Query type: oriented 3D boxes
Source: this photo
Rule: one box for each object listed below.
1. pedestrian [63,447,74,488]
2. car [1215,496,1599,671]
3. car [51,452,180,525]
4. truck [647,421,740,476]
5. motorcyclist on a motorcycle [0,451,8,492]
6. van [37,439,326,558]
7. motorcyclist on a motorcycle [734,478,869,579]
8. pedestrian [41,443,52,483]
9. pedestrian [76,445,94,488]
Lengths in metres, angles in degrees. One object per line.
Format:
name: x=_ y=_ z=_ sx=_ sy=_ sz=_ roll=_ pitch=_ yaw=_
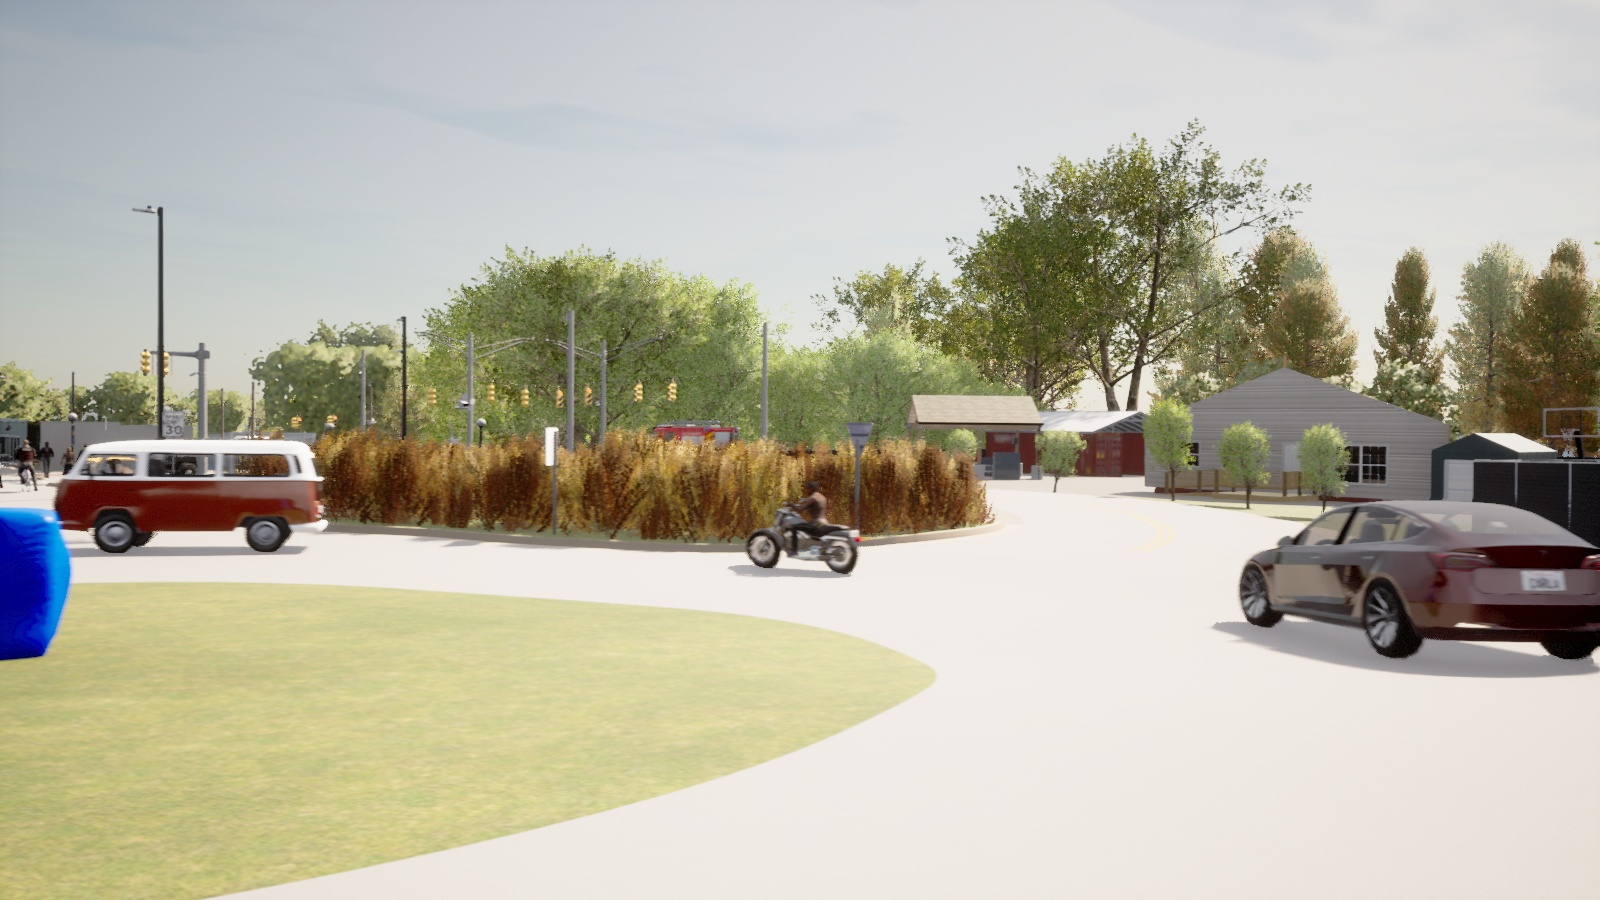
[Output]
pedestrian: x=-33.033 y=0.790 z=56.694 sx=0.331 sy=1.846 sz=0.634 roll=-1 pitch=1 yaw=-39
car: x=6.318 y=1.245 z=13.154 sx=2.163 sy=1.488 sz=4.792 roll=0 pitch=-2 yaw=-2
car: x=-17.258 y=0.884 z=31.525 sx=1.801 sy=1.575 sz=5.366 roll=-1 pitch=1 yaw=-40
truck: x=-7.890 y=-0.173 z=91.834 sx=2.891 sy=3.827 sz=8.468 roll=-1 pitch=1 yaw=-35
motorcyclist on a motorcycle: x=-30.821 y=0.825 z=47.911 sx=0.797 sy=1.523 sz=2.044 roll=-1 pitch=0 yaw=-38
van: x=-11.197 y=0.868 z=23.130 sx=4.480 sy=2.038 sz=2.069 roll=1 pitch=-1 yaw=-17
motorcyclist on a motorcycle: x=0.007 y=1.347 z=22.188 sx=2.350 sy=1.649 sz=0.766 roll=0 pitch=0 yaw=34
pedestrian: x=-37.228 y=0.646 z=62.052 sx=0.402 sy=1.930 sz=0.666 roll=-1 pitch=1 yaw=-38
pedestrian: x=-31.102 y=0.719 z=54.597 sx=0.353 sy=1.847 sz=0.614 roll=1 pitch=1 yaw=11
